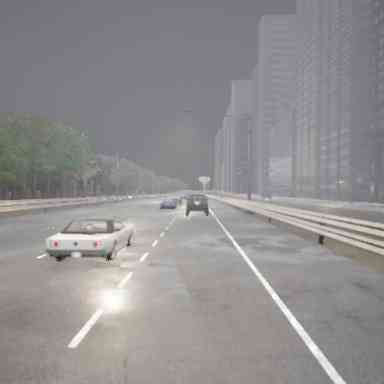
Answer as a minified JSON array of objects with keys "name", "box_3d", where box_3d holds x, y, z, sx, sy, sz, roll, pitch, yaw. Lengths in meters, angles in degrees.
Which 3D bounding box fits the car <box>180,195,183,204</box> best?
[{"name":"car","box_3d":[-2.838,1.524,61.711,1.812,1.442,4.674,0,0,0]}]

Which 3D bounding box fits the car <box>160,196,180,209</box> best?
[{"name":"car","box_3d":[-3.008,1.540,43.686,1.994,1.385,4.181,0,0,1]}]

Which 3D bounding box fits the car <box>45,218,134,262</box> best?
[{"name":"car","box_3d":[-3.385,1.575,12.062,1.895,1.301,4.718,0,0,1]}]

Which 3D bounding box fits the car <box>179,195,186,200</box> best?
[{"name":"car","box_3d":[-2.607,1.556,95.605,1.882,1.535,5.008,0,0,0]}]

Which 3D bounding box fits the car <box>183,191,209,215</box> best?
[{"name":"car","box_3d":[0.532,1.218,34.198,2.150,2.045,5.566,0,0,0]}]
